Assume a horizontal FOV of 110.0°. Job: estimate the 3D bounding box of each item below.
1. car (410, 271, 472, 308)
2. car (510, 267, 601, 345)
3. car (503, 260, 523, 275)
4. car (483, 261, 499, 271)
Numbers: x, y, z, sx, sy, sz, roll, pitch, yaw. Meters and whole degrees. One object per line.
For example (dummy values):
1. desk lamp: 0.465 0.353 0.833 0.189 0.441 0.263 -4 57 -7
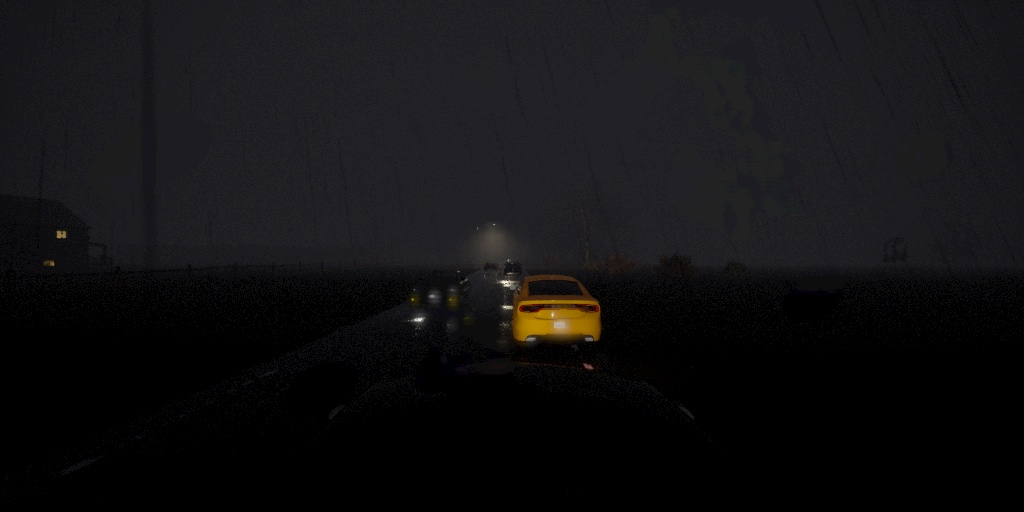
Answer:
1. car: -2.845 1.312 15.080 1.994 1.385 4.181 0 0 0
2. car: 0.966 1.227 9.533 1.882 1.535 5.008 0 0 0
3. car: 0.098 1.236 39.195 2.128 1.511 4.902 0 0 0
4. car: -2.733 1.344 47.601 1.895 1.301 4.718 0 0 0
